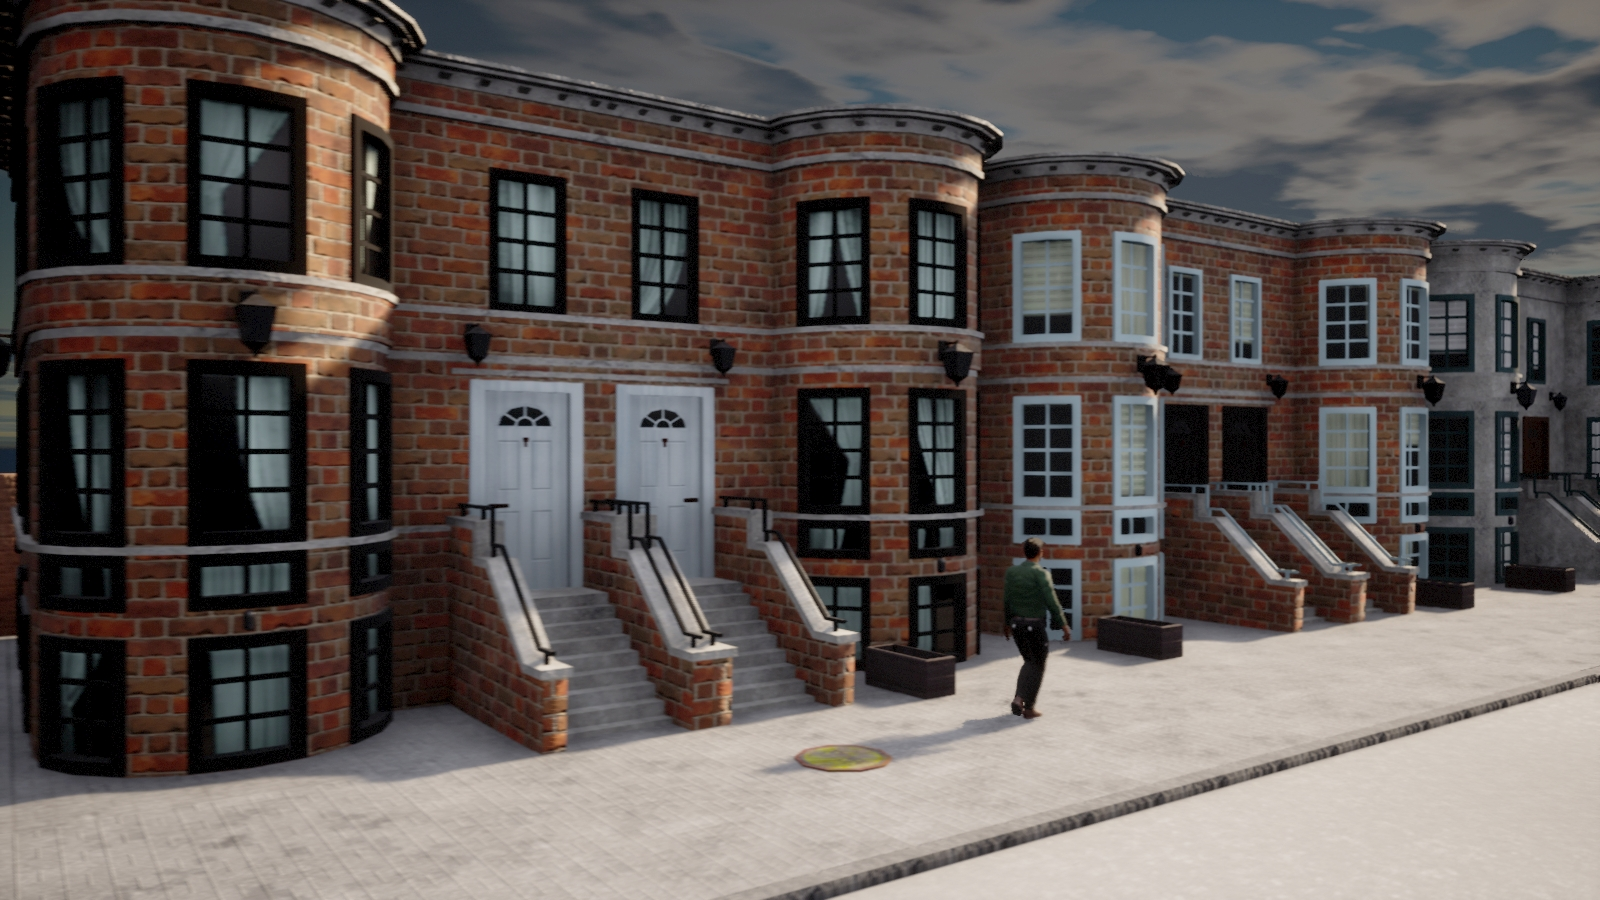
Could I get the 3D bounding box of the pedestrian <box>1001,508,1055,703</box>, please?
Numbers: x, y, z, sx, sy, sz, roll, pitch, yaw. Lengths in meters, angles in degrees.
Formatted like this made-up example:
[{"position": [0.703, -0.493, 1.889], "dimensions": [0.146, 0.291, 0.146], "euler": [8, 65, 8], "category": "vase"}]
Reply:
[{"position": [2.257, 1.513, 11.304], "dimensions": [0.375, 1.860, 0.375], "euler": [0, 0, 43], "category": "pedestrian"}]
